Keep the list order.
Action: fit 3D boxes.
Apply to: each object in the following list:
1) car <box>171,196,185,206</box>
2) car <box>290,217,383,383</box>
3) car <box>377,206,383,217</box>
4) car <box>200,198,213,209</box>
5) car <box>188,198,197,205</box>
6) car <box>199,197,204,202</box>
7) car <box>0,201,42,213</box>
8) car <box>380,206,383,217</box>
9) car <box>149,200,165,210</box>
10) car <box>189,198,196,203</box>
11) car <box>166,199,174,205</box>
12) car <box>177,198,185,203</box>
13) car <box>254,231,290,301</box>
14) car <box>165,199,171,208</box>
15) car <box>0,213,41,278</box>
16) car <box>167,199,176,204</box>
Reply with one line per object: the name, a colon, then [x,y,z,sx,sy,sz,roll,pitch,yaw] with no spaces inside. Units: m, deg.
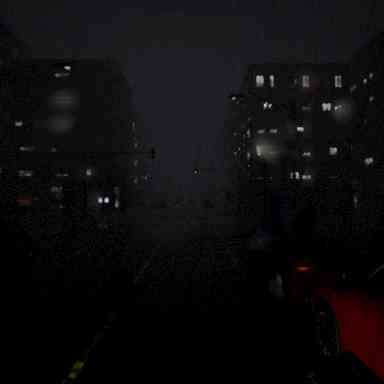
car: [-2.927,1.984,71.033,2.150,2.045,5.566,0,-1,0]
car: [2.703,1.347,2.828,2.192,1.841,5.009,1,-1,0]
car: [20.881,2.101,33.090,4.097,1.590,1.967,1,-2,0]
car: [2.757,2.157,57.419,1.887,1.381,4.507,1,-1,0]
car: [0.087,2.250,83.653,2.097,1.767,4.553,0,-1,0]
car: [2.763,2.112,62.944,1.967,1.590,4.097,1,-1,0]
car: [-17.218,1.608,32.810,4.507,1.381,1.887,1,-2,0]
car: [26.300,2.440,41.433,4.829,1.417,1.752,1,-2,0]
car: [-5.629,2.077,51.749,1.752,1.417,4.829,1,-1,0]
car: [0.096,2.436,93.688,1.837,1.490,4.892,0,-1,0]
car: [-5.596,2.434,84.888,1.752,1.417,4.829,1,-1,0]
car: [-2.911,2.220,87.507,1.837,1.490,4.892,0,-1,0]
car: [2.707,1.635,8.385,1.887,1.381,4.507,1,-1,0]
car: [-5.618,2.217,62.965,1.887,1.381,4.507,1,-1,0]
car: [-5.672,1.530,8.396,1.967,1.590,4.097,1,-1,0]
car: [-5.590,2.522,90.581,2.008,1.369,4.403,1,-1,0]
